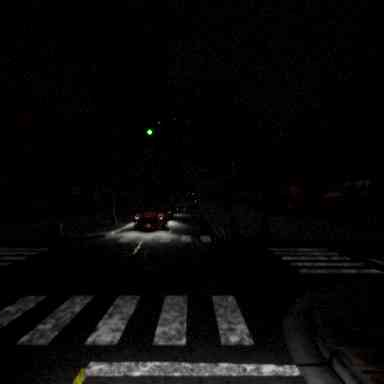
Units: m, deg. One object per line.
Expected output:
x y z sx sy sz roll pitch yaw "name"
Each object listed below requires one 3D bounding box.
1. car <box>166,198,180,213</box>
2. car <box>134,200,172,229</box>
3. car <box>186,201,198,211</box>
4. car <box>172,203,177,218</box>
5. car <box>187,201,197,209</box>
-2.842 1.904 47.144 2.150 2.045 5.566 0 -1 0 "car"
-2.849 1.665 24.023 2.097 1.767 4.553 0 -1 0 "car"
-0.004 2.358 55.670 1.812 1.442 4.674 0 -1 0 "car"
-2.850 2.066 33.904 1.895 1.301 4.718 0 -1 0 "car"
-0.005 2.523 65.685 1.837 1.490 4.892 0 -1 0 "car"
